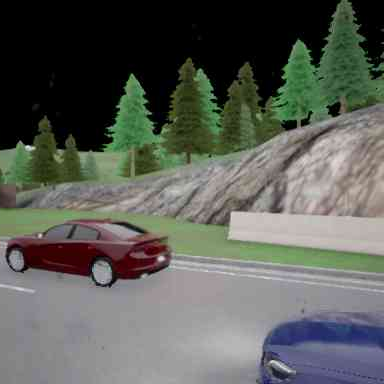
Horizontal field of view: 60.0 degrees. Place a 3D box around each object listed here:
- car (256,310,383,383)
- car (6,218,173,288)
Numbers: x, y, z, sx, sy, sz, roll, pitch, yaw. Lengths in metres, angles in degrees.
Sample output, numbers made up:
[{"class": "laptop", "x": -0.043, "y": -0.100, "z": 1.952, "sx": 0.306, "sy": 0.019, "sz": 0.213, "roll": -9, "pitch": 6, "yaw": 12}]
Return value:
[{"class": "car", "x": 2.776, "y": 1.526, "z": 2.297, "sx": 4.674, "sy": 1.442, "sz": 1.812, "roll": 0, "pitch": -1, "yaw": 35}, {"class": "car", "x": -2.942, "y": 1.464, "z": 9.179, "sx": 5.008, "sy": 1.535, "sz": 1.882, "roll": 0, "pitch": 0, "yaw": 27}]
